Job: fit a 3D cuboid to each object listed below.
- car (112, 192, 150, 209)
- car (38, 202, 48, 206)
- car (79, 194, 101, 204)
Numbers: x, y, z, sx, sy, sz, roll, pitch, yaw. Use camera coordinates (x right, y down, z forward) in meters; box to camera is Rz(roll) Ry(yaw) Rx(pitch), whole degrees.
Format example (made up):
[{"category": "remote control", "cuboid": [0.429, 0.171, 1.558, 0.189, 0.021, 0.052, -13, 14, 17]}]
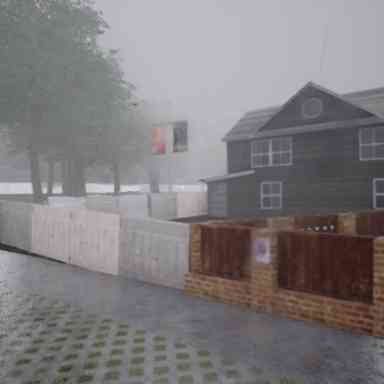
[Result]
[{"category": "car", "cuboid": [-4.368, 0.770, 28.135, 2.097, 1.767, 4.553, -1, 0, 35]}, {"category": "car", "cuboid": [-12.870, 1.203, 33.165, 1.895, 1.301, 4.718, -1, 0, 36]}, {"category": "car", "cuboid": [-9.812, 1.011, 31.857, 1.882, 1.535, 5.008, -1, 0, 36]}]
